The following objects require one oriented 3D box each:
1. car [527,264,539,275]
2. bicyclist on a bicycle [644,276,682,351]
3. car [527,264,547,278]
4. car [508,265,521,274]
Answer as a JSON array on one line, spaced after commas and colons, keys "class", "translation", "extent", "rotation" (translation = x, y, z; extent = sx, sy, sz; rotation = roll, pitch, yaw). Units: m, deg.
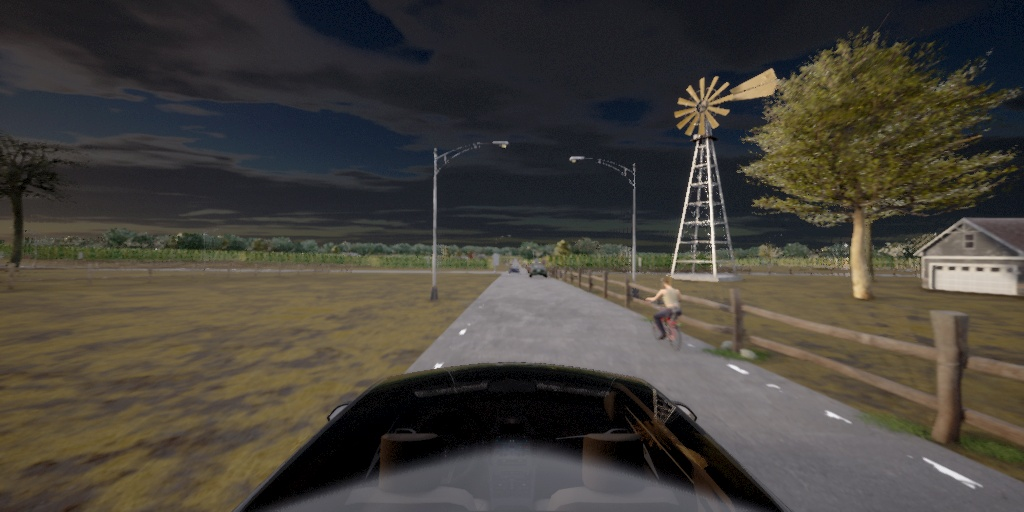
[{"class": "car", "translation": [3.299, 2.093, 56.935], "extent": [1.882, 1.535, 5.008], "rotation": [0, -1, 3]}, {"class": "bicyclist on a bicycle", "translation": [3.567, 1.276, 8.315], "extent": [0.866, 1.612, 1.509], "rotation": [0, -1, 0]}, {"class": "car", "translation": [3.145, 1.722, 44.527], "extent": [2.097, 1.767, 4.553], "rotation": [0, -1, 0]}, {"class": "car", "translation": [0.383, 2.201, 57.227], "extent": [2.033, 1.411, 5.357], "rotation": [0, -1, 0]}]
